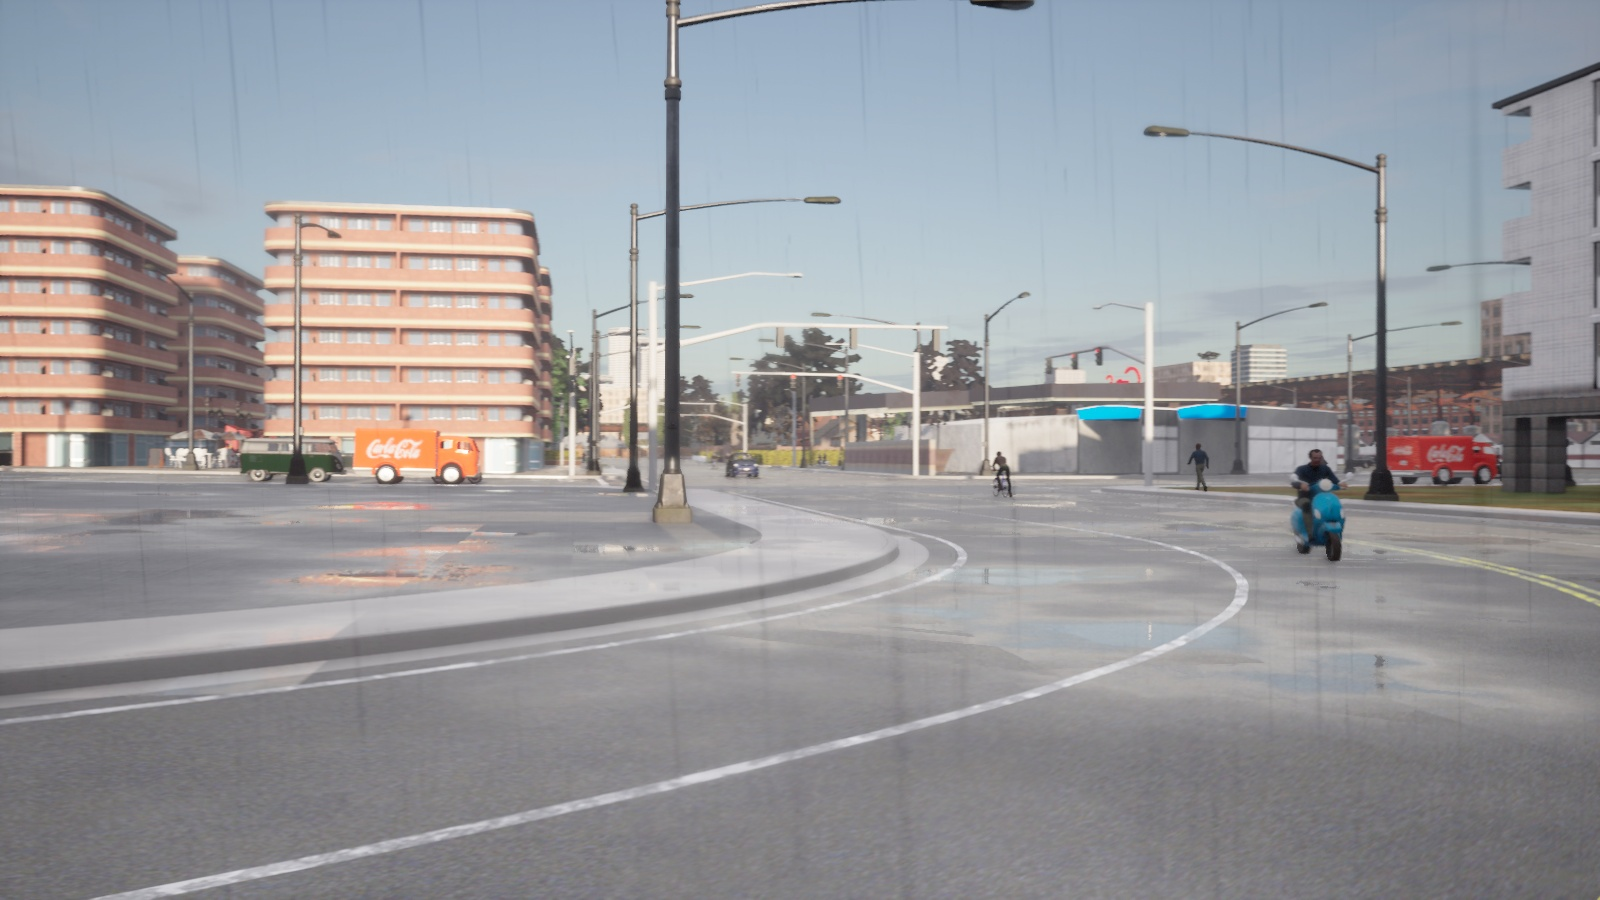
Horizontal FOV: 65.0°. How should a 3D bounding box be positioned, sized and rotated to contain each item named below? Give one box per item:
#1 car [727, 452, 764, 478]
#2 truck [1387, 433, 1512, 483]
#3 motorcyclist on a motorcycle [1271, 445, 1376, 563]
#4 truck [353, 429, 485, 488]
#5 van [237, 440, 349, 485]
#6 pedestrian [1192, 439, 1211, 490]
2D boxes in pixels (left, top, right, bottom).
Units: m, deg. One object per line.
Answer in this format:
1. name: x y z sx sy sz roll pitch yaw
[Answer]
1. car: -3.582 0.955 81.594 1.851 1.617 3.988 0 0 -11
2. truck: 32.689 0.393 63.215 5.204 2.467 2.627 0 0 -16
3. motorcyclist on a motorcycle: 7.478 0.743 18.042 0.866 1.590 1.817 -1 0 5
4. truck: -16.568 0.375 54.884 5.204 2.467 2.627 1 0 -10
5. van: -23.080 0.560 57.326 4.442 1.987 1.775 1 0 -10
6. pedestrian: 14.775 0.528 46.199 0.370 1.835 0.726 0 0 -10
